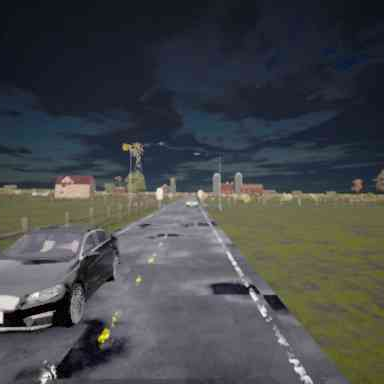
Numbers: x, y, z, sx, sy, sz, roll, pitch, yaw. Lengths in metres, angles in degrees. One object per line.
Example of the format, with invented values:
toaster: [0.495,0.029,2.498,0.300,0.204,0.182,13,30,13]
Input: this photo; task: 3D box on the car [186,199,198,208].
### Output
car: [-0.040,1.852,54.066,1.895,1.301,4.718,0,0,0]

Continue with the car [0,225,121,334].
car: [-2.843,1.529,7.162,2.128,1.511,4.902,0,0,0]
